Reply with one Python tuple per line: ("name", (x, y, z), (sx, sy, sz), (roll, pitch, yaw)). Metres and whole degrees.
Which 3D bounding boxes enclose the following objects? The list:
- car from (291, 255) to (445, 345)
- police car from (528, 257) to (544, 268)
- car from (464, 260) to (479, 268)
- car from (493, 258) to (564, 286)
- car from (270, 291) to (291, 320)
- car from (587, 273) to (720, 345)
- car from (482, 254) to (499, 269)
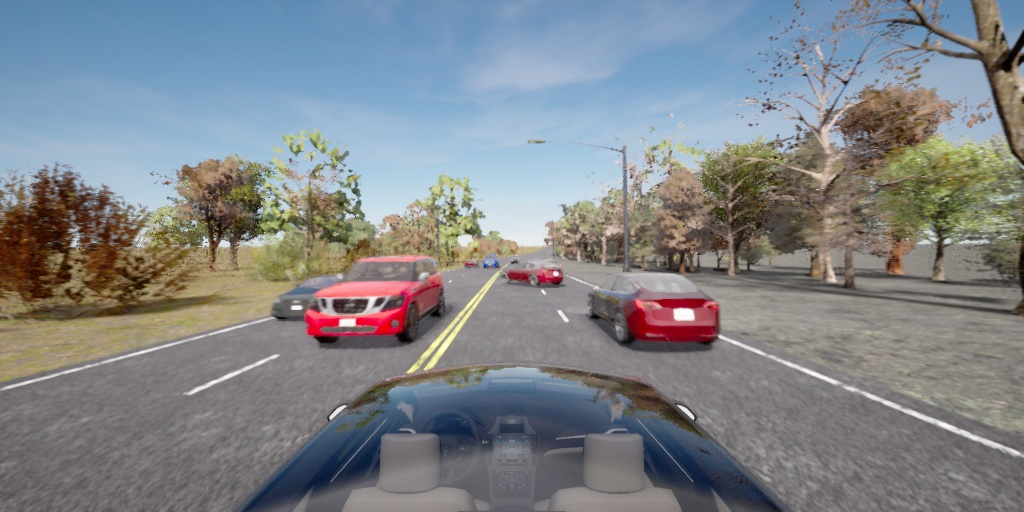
("car", (-3.349, 0.999, 10.071), (2.150, 2.045, 5.566), (-1, 0, 0))
("police car", (3.547, 0.923, 53.030), (2.038, 1.542, 4.974), (-1, 0, 1))
("car", (-6.206, 1.189, 55.066), (1.895, 1.301, 4.718), (-1, 0, 2))
("car", (1.193, 1.076, 22.966), (2.163, 1.488, 4.792), (0, 0, -37))
("car", (-6.582, 1.381, 12.954), (1.994, 1.385, 4.181), (-1, 0, 0))
("car", (3.264, 1.141, 9.132), (2.163, 1.488, 4.792), (0, 0, 0))
("car", (-3.013, 0.771, 52.283), (2.150, 2.045, 5.566), (-1, 1, 1))
